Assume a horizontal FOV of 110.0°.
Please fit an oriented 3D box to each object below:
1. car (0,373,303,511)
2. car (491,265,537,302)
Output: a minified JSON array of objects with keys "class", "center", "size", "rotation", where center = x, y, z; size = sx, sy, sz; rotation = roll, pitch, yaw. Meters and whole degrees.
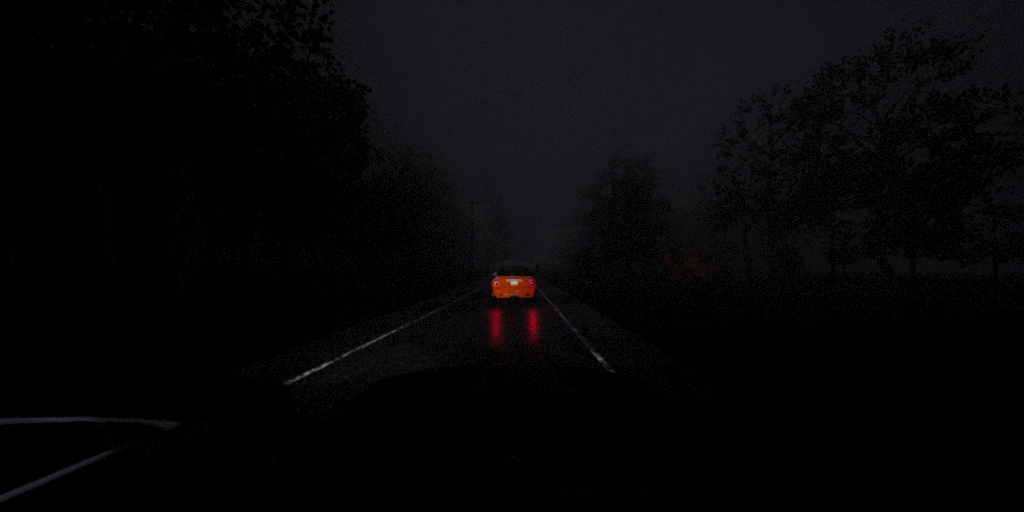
[{"class":"car","center":[-2.756,1.237,1.095],"size":[2.128,1.511,4.902],"rotation":[0,0,2]},{"class":"car","center":[0.105,1.253,18.185],"size":[2.097,1.767,4.553],"rotation":[0,-1,0]}]
